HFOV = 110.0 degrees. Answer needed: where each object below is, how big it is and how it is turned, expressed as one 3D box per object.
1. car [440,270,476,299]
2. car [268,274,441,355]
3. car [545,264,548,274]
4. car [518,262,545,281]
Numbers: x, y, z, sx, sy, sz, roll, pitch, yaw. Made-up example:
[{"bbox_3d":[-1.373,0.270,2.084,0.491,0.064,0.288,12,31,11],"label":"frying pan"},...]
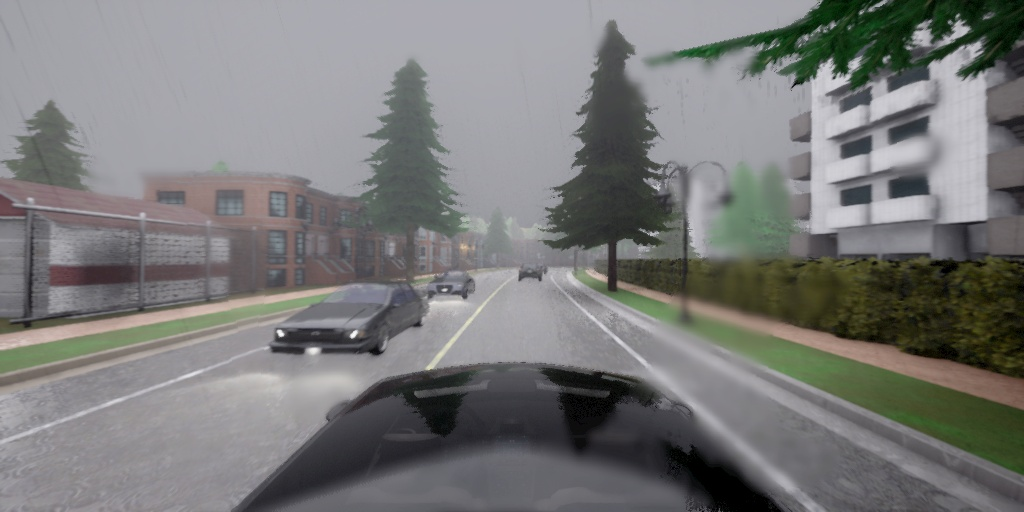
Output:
[{"bbox_3d":[-3.115,1.439,19.037,1.994,1.385,4.181,0,0,3],"label":"car"},{"bbox_3d":[-3.493,1.335,9.058,2.033,1.411,5.357,0,0,1],"label":"car"},{"bbox_3d":[3.947,1.680,49.756,2.128,1.511,4.902,0,0,9],"label":"car"},{"bbox_3d":[1.797,1.390,33.926,2.097,1.767,4.553,0,0,6],"label":"car"}]
